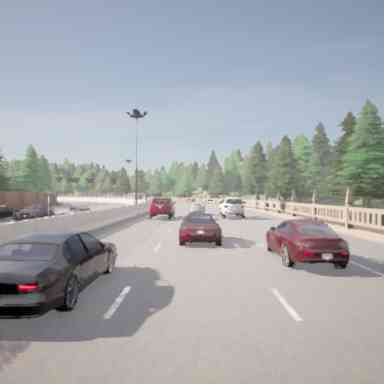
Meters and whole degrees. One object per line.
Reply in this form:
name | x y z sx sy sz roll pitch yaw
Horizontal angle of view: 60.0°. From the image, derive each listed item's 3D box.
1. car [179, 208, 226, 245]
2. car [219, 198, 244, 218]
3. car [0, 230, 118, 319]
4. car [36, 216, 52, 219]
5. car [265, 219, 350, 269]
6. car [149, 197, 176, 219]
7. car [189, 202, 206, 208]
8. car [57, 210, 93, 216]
car | 0.401 1.734 16.461 1.994 1.385 4.181 0 -1 1
car | 4.100 1.600 34.667 2.150 2.045 5.566 0 0 1
car | -3.193 1.606 7.791 2.033 1.411 5.357 0 -1 1
car | -13.565 1.776 29.003 1.994 1.385 4.181 0 -1 1
car | 3.851 1.670 11.698 1.812 1.442 4.674 0 0 1
car | -2.917 1.540 33.334 2.150 2.045 5.566 0 0 1
car | 0.631 1.926 39.317 1.812 1.442 4.674 0 0 0
car | -10.064 1.831 29.026 1.895 1.301 4.718 0 -1 1
